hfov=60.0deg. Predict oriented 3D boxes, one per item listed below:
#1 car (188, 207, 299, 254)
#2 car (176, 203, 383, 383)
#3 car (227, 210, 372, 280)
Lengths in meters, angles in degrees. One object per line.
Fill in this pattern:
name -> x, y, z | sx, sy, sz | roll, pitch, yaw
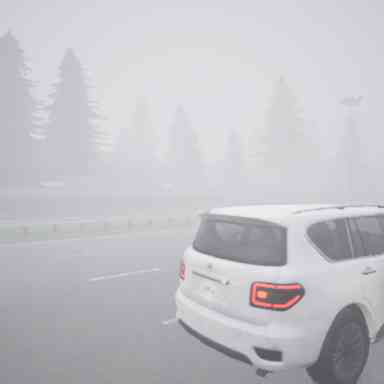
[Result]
car -> 2.278, 1.479, 13.997 | 4.674, 1.442, 1.812 | 0, 0, -36
car -> 2.383, 1.196, 5.450 | 5.566, 2.045, 2.150 | 0, 0, -36
car -> 3.562, 1.460, 10.596 | 4.892, 1.490, 1.837 | 0, 0, -36
